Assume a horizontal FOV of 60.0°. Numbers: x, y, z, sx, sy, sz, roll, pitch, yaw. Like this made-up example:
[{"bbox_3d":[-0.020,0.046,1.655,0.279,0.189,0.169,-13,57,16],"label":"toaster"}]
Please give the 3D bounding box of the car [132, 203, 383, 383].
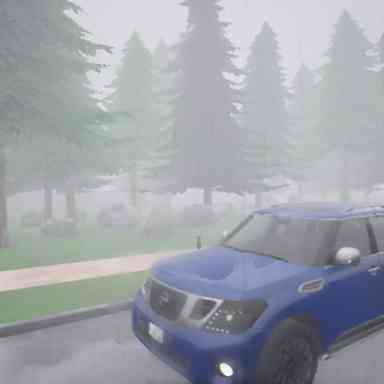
[{"bbox_3d":[1.875,1.220,5.270,5.566,2.045,2.150,0,0,-35],"label":"car"}]
